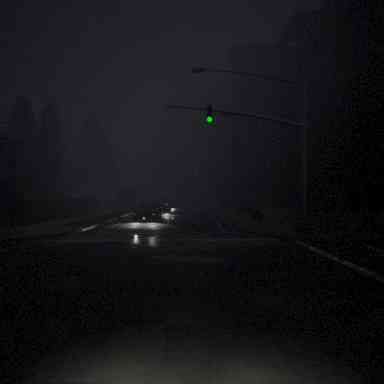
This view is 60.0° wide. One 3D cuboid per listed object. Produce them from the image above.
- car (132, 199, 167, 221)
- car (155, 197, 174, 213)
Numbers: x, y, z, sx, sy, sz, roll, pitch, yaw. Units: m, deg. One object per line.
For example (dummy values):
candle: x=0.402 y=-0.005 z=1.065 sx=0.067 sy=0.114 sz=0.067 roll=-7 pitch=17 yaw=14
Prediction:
car: x=-3.525 y=1.547 z=27.099 sx=2.033 sy=1.411 sz=5.357 roll=0 pitch=0 yaw=0
car: x=-3.494 y=1.352 z=37.118 sx=2.097 sy=1.767 sz=4.553 roll=0 pitch=0 yaw=0
